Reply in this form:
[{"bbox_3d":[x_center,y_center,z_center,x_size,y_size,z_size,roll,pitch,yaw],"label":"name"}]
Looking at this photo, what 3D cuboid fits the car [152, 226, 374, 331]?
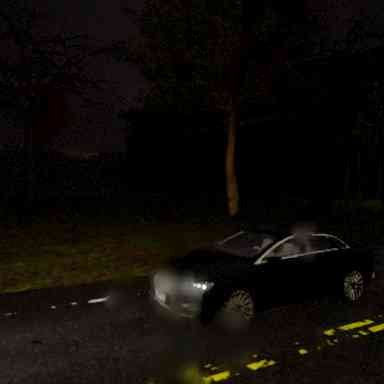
[{"bbox_3d":[1.624,1.492,6.853,4.902,1.511,2.128,0,0,-28],"label":"car"}]
